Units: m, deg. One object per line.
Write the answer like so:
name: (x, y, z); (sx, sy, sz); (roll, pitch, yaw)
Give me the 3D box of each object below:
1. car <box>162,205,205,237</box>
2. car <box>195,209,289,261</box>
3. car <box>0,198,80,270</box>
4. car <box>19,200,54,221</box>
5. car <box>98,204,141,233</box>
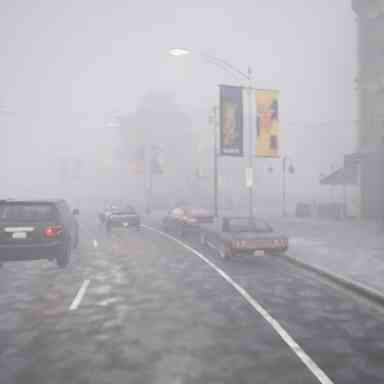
car: (-0.183, 1.429, 17.510); (2.002, 1.452, 4.674); (-1, 0, -21)
car: (1.590, 1.516, 12.060); (1.895, 1.301, 4.718); (-1, 0, -11)
car: (-5.130, 1.208, 11.216); (2.150, 2.045, 5.566); (0, 0, -14)
car: (-13.140, 1.476, 27.942); (1.837, 1.490, 4.892); (0, 0, -36)
car: (-4.317, 1.428, 19.355); (2.128, 1.511, 4.902); (-1, 0, -22)
